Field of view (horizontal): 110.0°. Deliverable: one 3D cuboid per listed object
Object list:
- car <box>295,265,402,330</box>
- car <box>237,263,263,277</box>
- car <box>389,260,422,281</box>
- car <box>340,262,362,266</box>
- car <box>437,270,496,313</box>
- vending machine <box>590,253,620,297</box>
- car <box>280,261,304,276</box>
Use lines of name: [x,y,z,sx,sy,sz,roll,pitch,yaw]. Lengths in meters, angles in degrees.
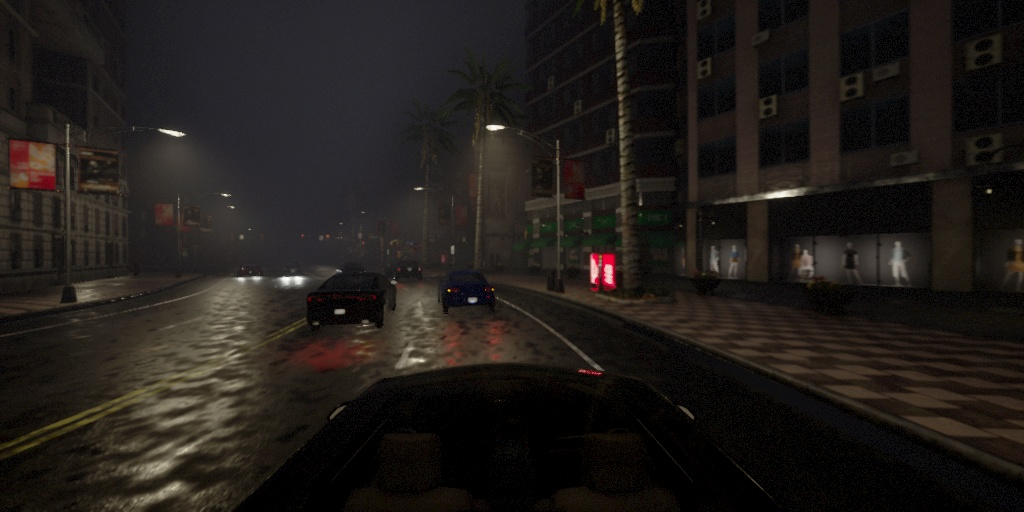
car: [-4.812,1.227,11.357,1.882,1.535,5.008,0,0,-12]
car: [-26.424,1.384,36.309,1.994,1.385,4.181,-1,0,-34]
car: [-8.918,1.066,29.198,2.097,1.767,4.553,-1,0,-31]
car: [-13.371,1.250,29.712,1.837,1.490,4.892,0,0,-33]
car: [-1.840,1.244,13.772,1.812,1.442,4.674,0,0,-14]
vending machine: [4.663,0.847,18.390,1.100,2.100,0.880,0,0,-18]
car: [-23.244,1.282,37.851,2.128,1.511,4.902,-1,0,-34]
